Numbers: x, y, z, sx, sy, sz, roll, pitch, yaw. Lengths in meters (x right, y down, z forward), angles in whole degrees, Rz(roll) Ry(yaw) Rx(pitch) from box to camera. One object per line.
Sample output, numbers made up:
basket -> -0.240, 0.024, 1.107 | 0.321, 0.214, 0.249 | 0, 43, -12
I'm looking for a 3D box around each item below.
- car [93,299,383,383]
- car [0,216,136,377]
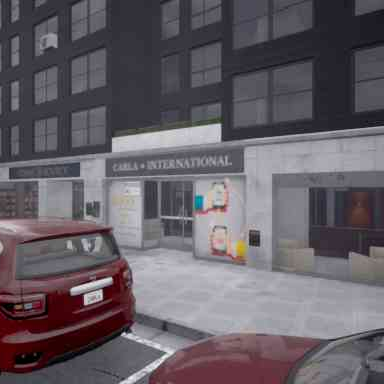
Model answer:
car -> 1.513, 1.582, 1.999 | 4.206, 1.307, 1.802 | 0, 0, 35
car -> -3.099, 1.314, 5.281 | 5.009, 1.841, 2.192 | 0, 0, 35
